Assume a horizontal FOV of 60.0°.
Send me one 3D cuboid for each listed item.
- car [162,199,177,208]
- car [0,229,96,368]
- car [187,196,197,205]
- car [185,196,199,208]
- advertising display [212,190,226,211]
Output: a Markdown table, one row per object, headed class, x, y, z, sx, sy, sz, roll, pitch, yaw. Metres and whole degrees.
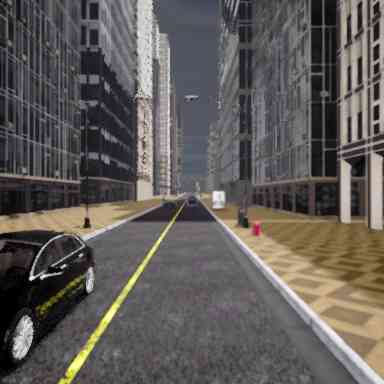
| class | x | y | z | sx | sy | sz | roll | pitch | yaw |
| --- | --- | --- | --- | --- | --- | --- | --- | --- | --- |
| car | -3.077 | 1.601 | 46.852 | 1.895 | 1.301 | 4.718 | 0 | 0 | 0 |
| car | -3.100 | 1.505 | 5.812 | 1.837 | 1.490 | 4.892 | 0 | 0 | 0 |
| car | 0.001 | 1.507 | 61.470 | 1.837 | 1.490 | 4.892 | 0 | 0 | 0 |
| car | 0.016 | 1.493 | 48.575 | 2.128 | 1.511 | 4.902 | 0 | 0 | 0 |
| advertising display | 3.131 | 1.026 | 38.866 | 1.540 | 2.440 | 0.280 | 0 | 0 | 0 |
